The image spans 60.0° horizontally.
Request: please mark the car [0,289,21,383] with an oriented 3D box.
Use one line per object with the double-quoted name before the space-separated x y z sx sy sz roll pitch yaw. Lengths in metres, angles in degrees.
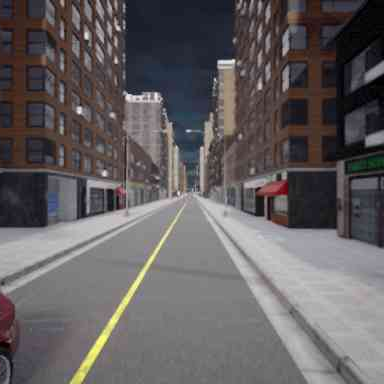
"car" -2.837 1.535 2.013 1.812 1.442 4.674 0 1 0
